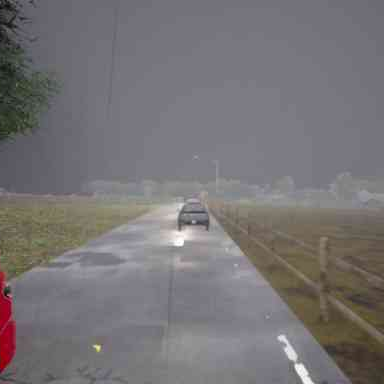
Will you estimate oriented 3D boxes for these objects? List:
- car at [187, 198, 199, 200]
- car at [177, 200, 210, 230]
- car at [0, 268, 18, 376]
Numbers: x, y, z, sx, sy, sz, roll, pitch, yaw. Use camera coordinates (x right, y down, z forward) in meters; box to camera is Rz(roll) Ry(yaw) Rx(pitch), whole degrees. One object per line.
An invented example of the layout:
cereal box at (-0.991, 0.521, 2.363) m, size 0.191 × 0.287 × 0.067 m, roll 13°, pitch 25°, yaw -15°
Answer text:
car at (0.098, 1.446, 37.539) m, size 1.882 × 1.535 × 5.008 m, roll 0°, pitch 0°, yaw 0°
car at (0.098, 1.453, 20.616) m, size 2.128 × 1.511 × 4.902 m, roll 0°, pitch 0°, yaw 0°
car at (-2.849, 1.221, 1.121) m, size 2.150 × 2.045 × 5.566 m, roll 0°, pitch 0°, yaw 0°
